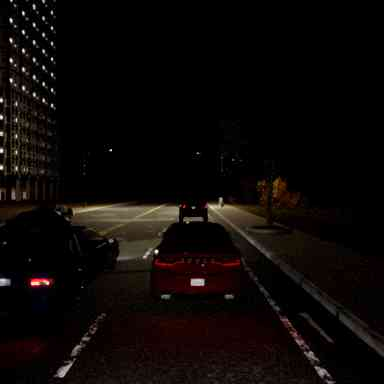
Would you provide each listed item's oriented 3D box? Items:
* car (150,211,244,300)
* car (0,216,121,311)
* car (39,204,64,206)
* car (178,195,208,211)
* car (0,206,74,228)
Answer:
[{"bbox_3d":[0.102,1.477,8.458,1.882,1.535,5.008,0,0,0],"label":"car"},{"bbox_3d":[-3.148,1.547,8.033,2.033,1.411,5.357,0,0,0],"label":"car"},{"bbox_3d":[-9.847,1.545,23.003,2.033,1.411,5.357,0,0,0],"label":"car"},{"bbox_3d":[0.104,1.219,26.537,2.150,2.045,5.566,0,0,0],"label":"car"},{"bbox_3d":[-6.584,1.524,14.099,1.812,1.442,4.674,0,0,0],"label":"car"}]
